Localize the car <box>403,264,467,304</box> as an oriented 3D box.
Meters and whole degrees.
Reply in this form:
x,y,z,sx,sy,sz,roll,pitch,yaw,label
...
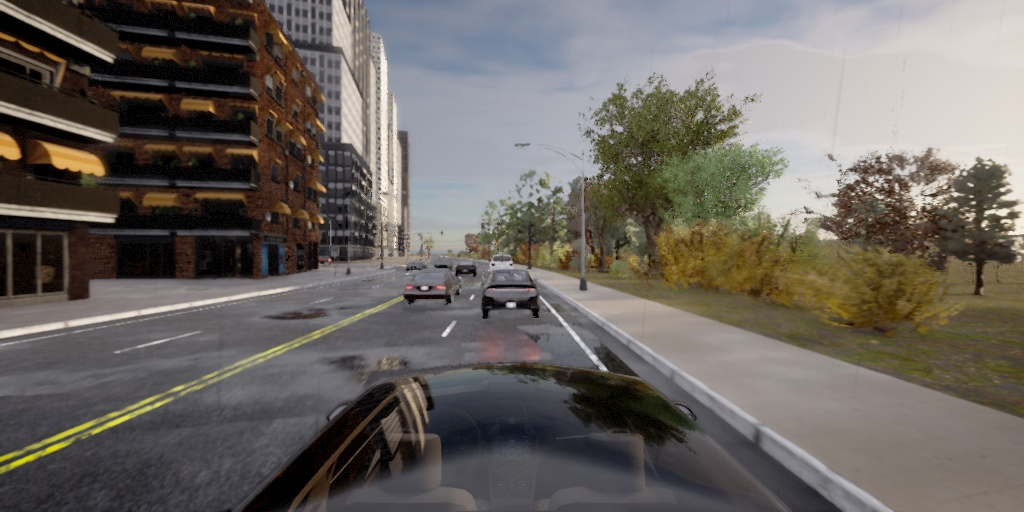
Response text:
x,y,z,sx,sy,sz,roll,pitch,yaw,label
-3.411,1.267,16.184,2.033,1.411,5.357,0,0,-2,car

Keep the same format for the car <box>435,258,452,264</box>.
x,y,z,sx,sy,sz,roll,pitch,yaw,label
-8.472,0.998,44.705,2.097,1.767,4.553,0,0,-5,car

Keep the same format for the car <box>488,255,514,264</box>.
x,y,z,sx,sy,sz,roll,pitch,yaw,label
-1.002,0.891,33.360,2.150,2.045,5.566,0,0,-4,car

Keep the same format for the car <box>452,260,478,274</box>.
x,y,z,sx,sy,sz,roll,pitch,yaw,label
-4.333,1.148,34.401,1.882,1.535,5.008,0,0,-4,car

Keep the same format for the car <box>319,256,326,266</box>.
x,y,z,sx,sy,sz,roll,pitch,yaw,label
-28.067,0.856,47.777,4.829,1.417,1.751,0,0,-13,car

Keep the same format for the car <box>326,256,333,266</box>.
x,y,z,sx,sy,sz,roll,pitch,yaw,label
-30.398,0.704,56.011,4.097,1.591,1.967,0,0,-13,car

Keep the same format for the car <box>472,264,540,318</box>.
x,y,z,sx,sy,sz,roll,pitch,yaw,label
-0.081,1.216,12.914,2.128,1.511,4.902,0,0,-1,car

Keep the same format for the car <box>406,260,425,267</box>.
x,y,z,sx,sy,sz,roll,pitch,yaw,label
-11.676,1.217,43.977,1.994,1.385,4.181,0,0,-5,car
